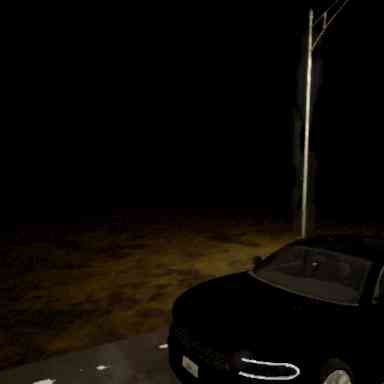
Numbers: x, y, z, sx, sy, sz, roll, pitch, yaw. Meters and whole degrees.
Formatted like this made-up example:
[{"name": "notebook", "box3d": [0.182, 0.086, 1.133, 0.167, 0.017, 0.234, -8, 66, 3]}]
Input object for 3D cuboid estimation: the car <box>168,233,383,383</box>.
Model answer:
[{"name": "car", "box3d": [2.053, 1.380, 4.537, 5.008, 1.535, 1.882, 0, 2, -34]}]
